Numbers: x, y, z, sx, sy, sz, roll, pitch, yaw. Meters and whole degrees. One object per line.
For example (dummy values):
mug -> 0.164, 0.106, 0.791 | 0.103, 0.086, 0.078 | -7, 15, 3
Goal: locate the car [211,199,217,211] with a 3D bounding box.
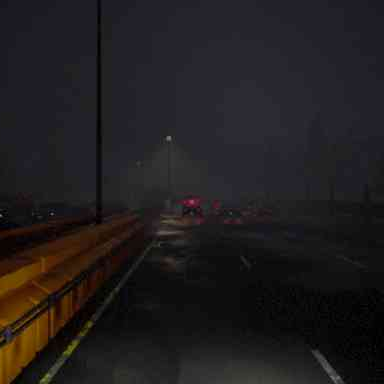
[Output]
car -> 3.496, 1.587, 43.370 | 1.882, 1.535, 5.008 | 0, 0, 0

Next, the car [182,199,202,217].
car -> -0.009, 1.683, 32.398 | 1.895, 1.301, 4.718 | 0, 0, 0

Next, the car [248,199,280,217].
car -> 6.991, 1.558, 31.953 | 1.882, 1.535, 5.008 | 0, 0, 0

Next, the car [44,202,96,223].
car -> -7.078, 1.578, 20.566 | 1.812, 1.442, 4.674 | 0, 0, 0

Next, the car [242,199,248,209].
car -> 6.994, 1.634, 43.000 | 1.812, 1.442, 4.674 | 0, 0, 0

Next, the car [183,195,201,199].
car -> -0.009, 1.330, 42.647 | 2.150, 2.045, 5.566 | 0, 0, 0

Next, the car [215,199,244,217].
car -> 3.591, 1.683, 32.703 | 1.895, 1.301, 4.718 | 0, 0, 0

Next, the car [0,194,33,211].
car -> -14.007, 1.198, 25.306 | 2.150, 2.045, 5.566 | 0, 0, 0

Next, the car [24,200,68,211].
car -> -10.507, 1.482, 25.337 | 1.837, 1.490, 4.892 | 0, 0, 0

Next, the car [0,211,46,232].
car -> -7.092, 1.575, 10.894 | 2.033, 1.411, 5.357 | 0, 0, 0
